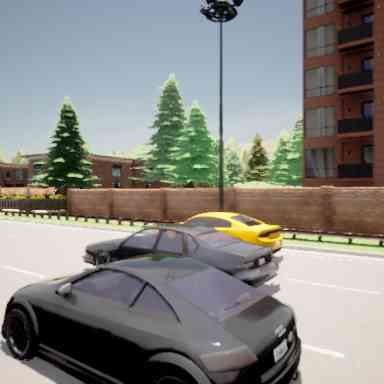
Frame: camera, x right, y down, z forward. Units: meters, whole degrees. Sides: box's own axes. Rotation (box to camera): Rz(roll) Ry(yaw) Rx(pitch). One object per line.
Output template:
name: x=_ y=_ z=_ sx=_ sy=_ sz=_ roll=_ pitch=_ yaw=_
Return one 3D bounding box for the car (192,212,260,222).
car: x=0.731 y=1.479 z=12.072 sx=5.008 sy=1.535 sz=1.882 roll=0 pitch=0 yaw=36

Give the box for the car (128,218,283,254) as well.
car: x=-0.529 y=1.549 z=8.670 sx=5.357 sy=1.411 sz=2.033 roll=0 pitch=0 yaw=35

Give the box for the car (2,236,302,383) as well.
car: x=-0.739 y=1.565 z=4.521 sx=4.181 sy=1.385 sz=1.994 roll=0 pitch=0 yaw=36
